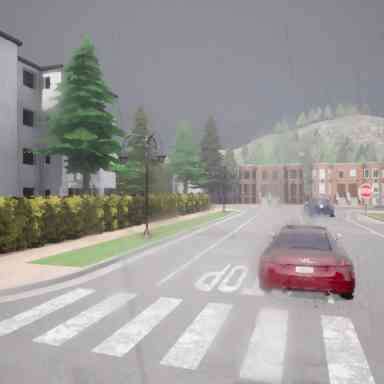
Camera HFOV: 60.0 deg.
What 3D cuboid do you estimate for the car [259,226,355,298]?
[{"bbox_3d":[2.955,1.561,8.653,1.994,1.385,4.181,-1,-1,19],"label":"car"}]

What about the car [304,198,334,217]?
[{"bbox_3d":[11.698,1.328,30.951,2.097,1.767,4.553,0,0,12],"label":"car"}]
